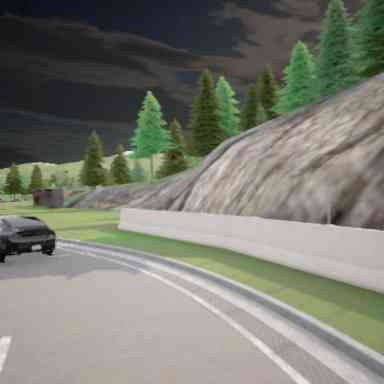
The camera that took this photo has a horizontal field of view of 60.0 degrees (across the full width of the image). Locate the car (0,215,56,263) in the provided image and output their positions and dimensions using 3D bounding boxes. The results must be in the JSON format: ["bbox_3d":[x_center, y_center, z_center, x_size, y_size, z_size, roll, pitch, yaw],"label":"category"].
[{"bbox_3d":[-6.972,1.664,12.883,4.892,1.490,1.837,-1,-1,44],"label":"car"}]
